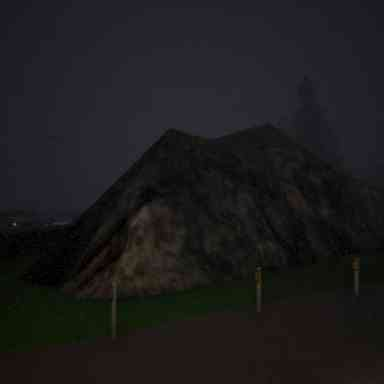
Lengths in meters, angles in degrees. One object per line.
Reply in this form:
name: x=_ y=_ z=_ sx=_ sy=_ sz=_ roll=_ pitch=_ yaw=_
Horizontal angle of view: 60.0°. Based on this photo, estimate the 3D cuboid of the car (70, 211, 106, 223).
car: x=-9.816 y=2.512 z=31.668 sx=1.812 sy=1.442 sz=4.674 roll=1 pitch=-3 yaw=9

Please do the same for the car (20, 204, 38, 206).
car: x=-30.075 y=3.157 z=60.447 sx=2.150 sy=2.045 sz=5.566 roll=1 pitch=-3 yaw=9

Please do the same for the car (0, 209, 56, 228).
car: x=-13.822 y=2.393 z=28.827 sx=1.895 sy=1.301 sz=4.718 roll=1 pitch=-2 yaw=9

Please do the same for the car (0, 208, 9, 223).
car: x=-20.353 y=2.331 z=32.276 sx=1.837 sy=1.490 sz=4.892 roll=1 pitch=-3 yaw=9

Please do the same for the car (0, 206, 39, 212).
car: x=-16.897 y=2.367 z=31.727 sx=1.837 sy=1.490 sz=4.892 roll=1 pitch=-3 yaw=9
